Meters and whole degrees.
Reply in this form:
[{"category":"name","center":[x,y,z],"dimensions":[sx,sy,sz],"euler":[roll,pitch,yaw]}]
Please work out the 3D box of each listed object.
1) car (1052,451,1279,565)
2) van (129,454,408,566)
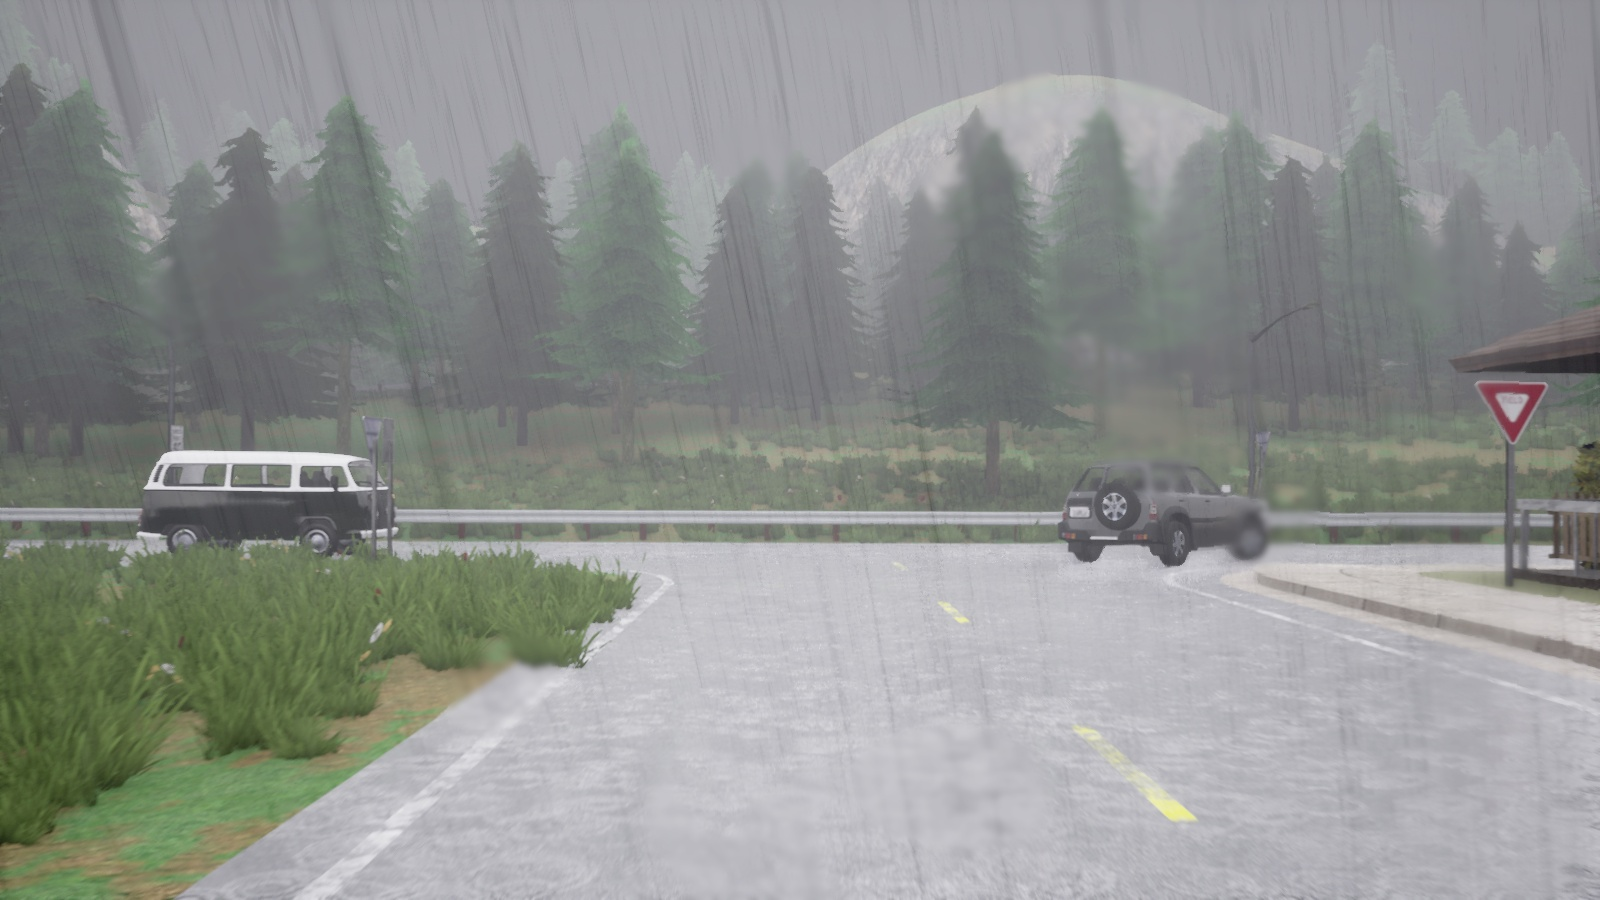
[{"category":"car","center":[6.682,1.052,22.661],"dimensions":[1.932,1.855,4.605],"euler":[-3,-4,45]},{"category":"van","center":[-10.095,1.122,24.117],"dimensions":[4.480,2.038,2.069],"euler":[0,-1,0]}]
